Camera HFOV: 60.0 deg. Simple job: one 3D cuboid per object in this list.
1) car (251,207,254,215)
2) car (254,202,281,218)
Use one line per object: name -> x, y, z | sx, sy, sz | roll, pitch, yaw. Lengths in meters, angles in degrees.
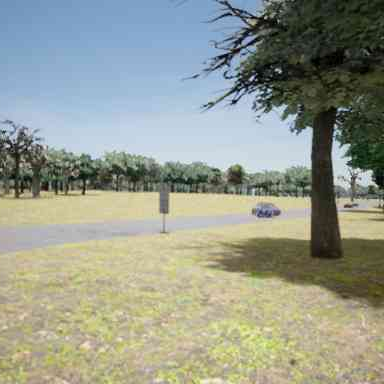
car -> 11.772, 2.715, 54.975 | 2.150, 2.045, 5.566 | 1, -1, 35
car -> 11.255, 2.728, 48.144 | 2.097, 1.767, 4.553 | 1, -1, 35
